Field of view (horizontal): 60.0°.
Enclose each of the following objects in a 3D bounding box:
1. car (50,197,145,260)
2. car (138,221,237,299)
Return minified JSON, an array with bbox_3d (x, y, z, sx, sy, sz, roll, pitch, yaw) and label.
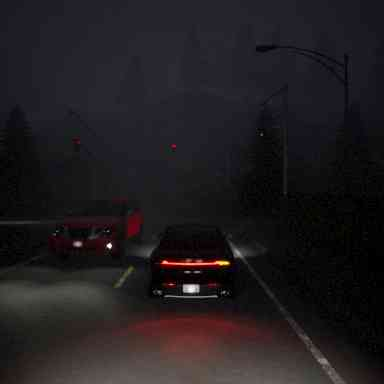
[{"bbox_3d":[-3.282,1.221,12.829,2.150,2.045,5.566,0,0,4],"label":"car"},{"bbox_3d":[0.026,1.505,8.458,1.837,1.490,4.892,0,0,1],"label":"car"}]
